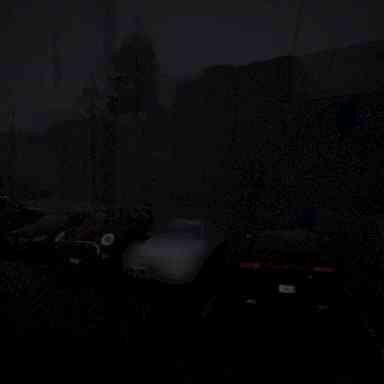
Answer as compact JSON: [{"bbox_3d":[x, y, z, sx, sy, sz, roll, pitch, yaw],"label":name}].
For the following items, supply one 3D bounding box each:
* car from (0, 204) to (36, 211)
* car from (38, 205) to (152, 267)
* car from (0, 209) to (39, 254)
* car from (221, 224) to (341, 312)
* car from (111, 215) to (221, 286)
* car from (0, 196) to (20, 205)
[{"bbox_3d":[-7.548,1.479,14.898,2.163,1.488,4.792,0,-1,15],"label":"car"},{"bbox_3d":[-2.648,1.350,11.411,2.185,1.767,4.553,1,-1,16],"label":"car"},{"bbox_3d":[-5.099,1.508,13.123,2.002,1.452,4.674,1,0,16],"label":"car"},{"bbox_3d":[2.223,1.485,7.889,2.097,1.535,5.008,0,-1,15],"label":"car"},{"bbox_3d":[-0.215,1.522,9.639,2.002,1.452,4.674,1,-1,16],"label":"car"},{"bbox_3d":[-9.987,1.179,16.641,2.435,2.045,5.566,1,0,15],"label":"car"}]
